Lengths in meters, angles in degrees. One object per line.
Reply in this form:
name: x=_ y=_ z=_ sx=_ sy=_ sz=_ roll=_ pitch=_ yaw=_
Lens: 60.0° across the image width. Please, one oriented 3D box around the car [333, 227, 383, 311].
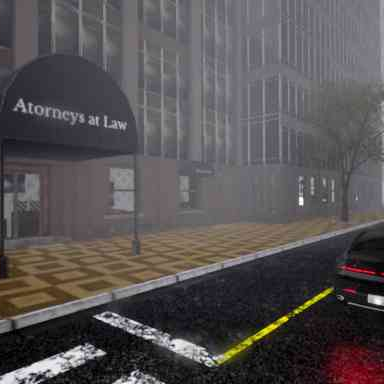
car: x=4.614 y=1.509 z=7.223 sx=1.837 sy=1.490 sz=4.892 roll=-1 pitch=0 yaw=41
